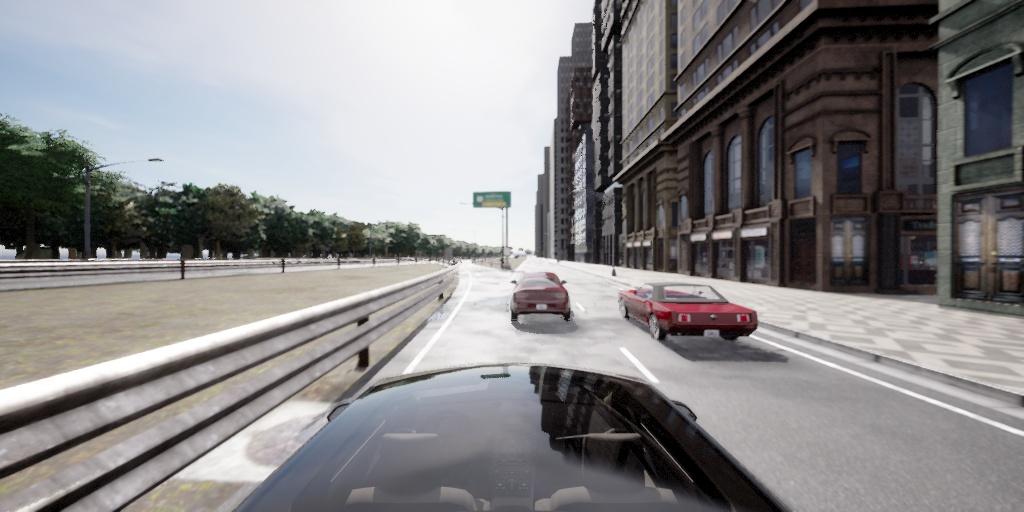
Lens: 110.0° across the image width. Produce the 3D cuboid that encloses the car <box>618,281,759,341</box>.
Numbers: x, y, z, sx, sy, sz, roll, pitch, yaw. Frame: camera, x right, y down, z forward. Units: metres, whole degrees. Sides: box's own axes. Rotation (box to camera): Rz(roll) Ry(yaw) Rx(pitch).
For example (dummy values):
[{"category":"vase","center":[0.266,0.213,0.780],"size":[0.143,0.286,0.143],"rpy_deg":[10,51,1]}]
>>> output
[{"category":"car","center":[4.316,1.340,9.773],"size":[1.895,1.301,4.718],"rpy_deg":[0,0,3]}]

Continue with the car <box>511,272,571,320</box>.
[{"category":"car","center":[0.939,1.266,12.416],"size":[1.812,1.442,4.674],"rpy_deg":[0,0,3]}]
